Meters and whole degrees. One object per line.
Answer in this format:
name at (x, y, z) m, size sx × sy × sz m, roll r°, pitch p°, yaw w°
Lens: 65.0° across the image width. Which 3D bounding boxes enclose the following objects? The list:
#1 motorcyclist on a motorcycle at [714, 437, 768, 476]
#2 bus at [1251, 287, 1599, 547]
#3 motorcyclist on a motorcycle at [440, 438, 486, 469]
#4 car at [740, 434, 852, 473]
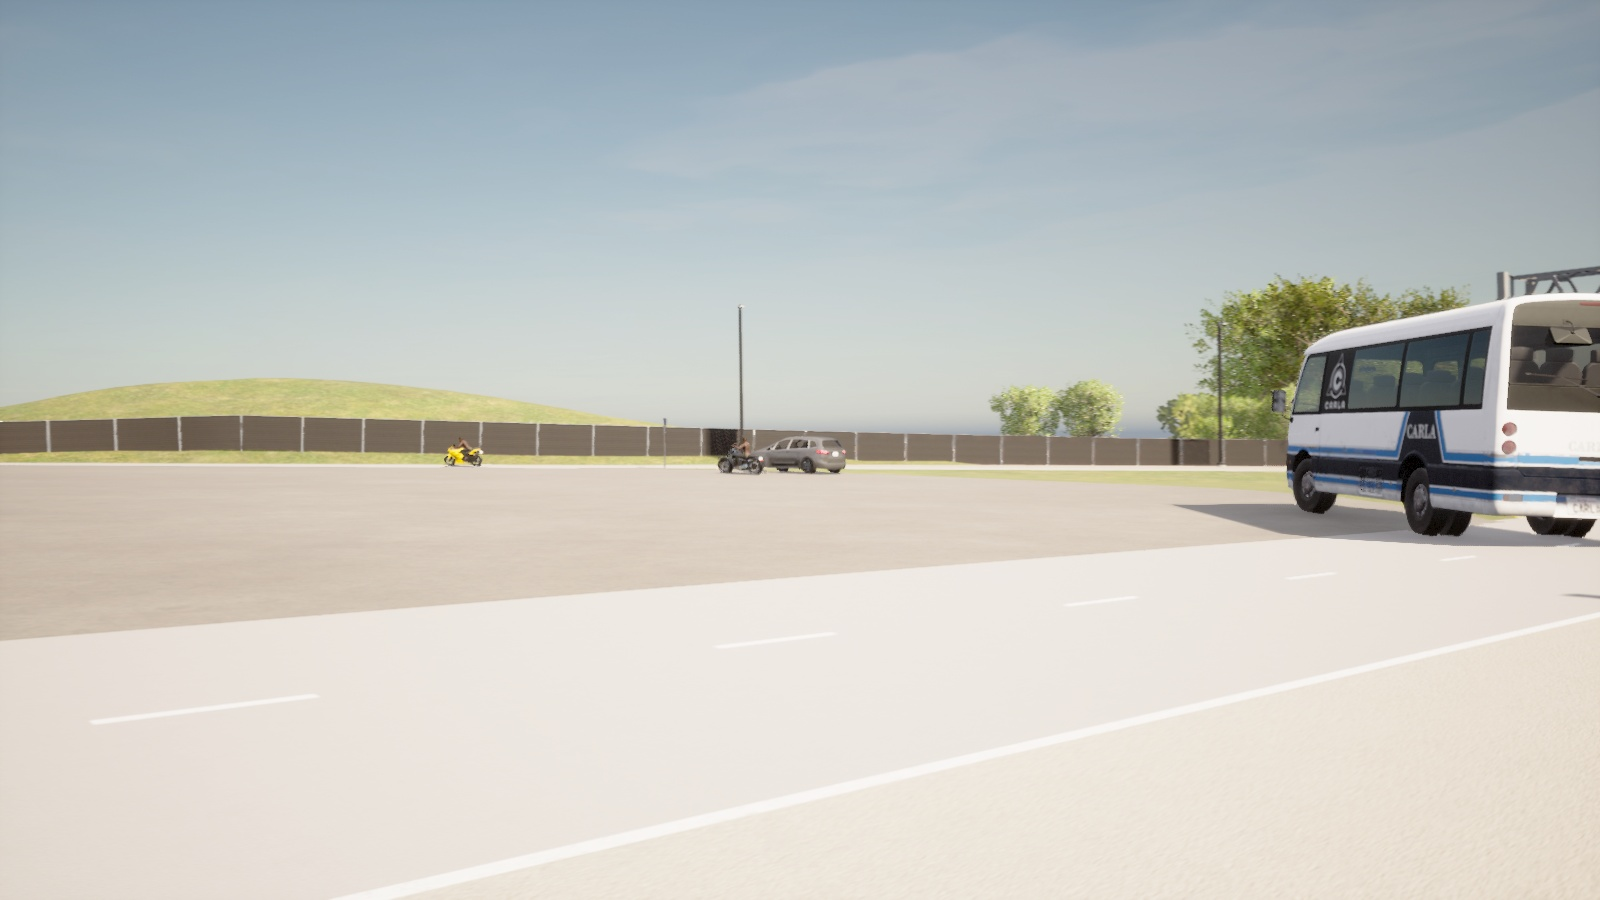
motorcyclist on a motorcycle at (-2.555, 0.260, 53.928) m, size 2.350 × 1.649 × 0.766 m, roll 0°, pitch 1°, yaw 36°
bus at (13.047, -0.619, 25.948) m, size 3.944 × 4.253 × 10.273 m, roll 2°, pitch 1°, yaw 2°
motorcyclist on a motorcycle at (-16.936, 0.165, 63.133) m, size 2.044 × 1.523 × 0.797 m, roll 0°, pitch 1°, yaw 8°
car at (-0.188, 0.131, 56.555) m, size 4.611 × 1.667 × 2.242 m, roll 1°, pitch 1°, yaw 37°
